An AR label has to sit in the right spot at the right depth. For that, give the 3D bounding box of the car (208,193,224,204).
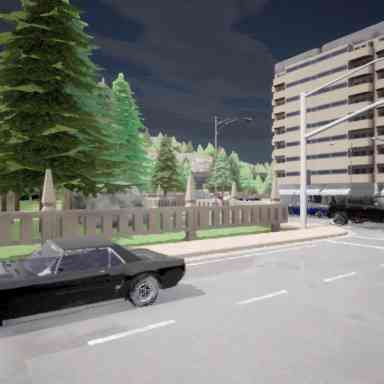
[{"bbox_3d":[4.736,1.166,65.202,2.150,2.045,5.566,0,0,14],"label":"car"}]

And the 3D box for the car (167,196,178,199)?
[{"bbox_3d":[-3.380,1.422,53.976,1.882,1.535,5.008,0,0,-2],"label":"car"}]

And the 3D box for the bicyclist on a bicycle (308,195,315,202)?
[{"bbox_3d":[15.252,1.245,42.431,1.656,1.620,0.582,0,0,-29],"label":"bicyclist on a bicycle"}]

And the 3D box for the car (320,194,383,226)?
[{"bbox_3d":[11.313,1.194,20.870,2.150,2.045,5.566,0,1,-35],"label":"car"}]

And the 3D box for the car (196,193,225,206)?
[{"bbox_3d":[1.068,1.163,36.942,2.150,2.045,5.566,0,0,-26],"label":"car"}]

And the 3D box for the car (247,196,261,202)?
[{"bbox_3d":[14.233,1.539,77.266,1.895,1.301,4.718,0,0,40],"label":"car"}]

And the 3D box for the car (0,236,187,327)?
[{"bbox_3d":[-2.535,1.601,6.430,4.718,1.301,1.895,0,0,-35],"label":"car"}]

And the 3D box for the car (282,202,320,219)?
[{"bbox_3d":[10.182,1.545,28.697,1.895,1.301,4.718,0,0,-34],"label":"car"}]

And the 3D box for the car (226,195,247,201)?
[{"bbox_3d":[9.173,1.491,67.886,2.033,1.411,5.357,0,0,20],"label":"car"}]

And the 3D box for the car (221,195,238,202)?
[{"bbox_3d":[8.518,1.468,75.156,1.812,1.442,4.674,0,0,32],"label":"car"}]
